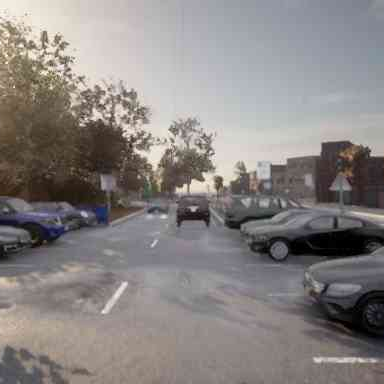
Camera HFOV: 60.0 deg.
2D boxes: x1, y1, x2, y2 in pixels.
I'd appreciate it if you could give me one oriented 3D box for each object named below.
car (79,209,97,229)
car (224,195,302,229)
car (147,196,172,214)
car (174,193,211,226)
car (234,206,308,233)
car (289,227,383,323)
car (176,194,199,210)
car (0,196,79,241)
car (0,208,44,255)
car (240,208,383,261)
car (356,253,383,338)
[{"bbox_3d":[-8.096,1.306,20.010,4.553,1.767,2.185,0,-1,0],"label":"car"},{"bbox_3d":[4.443,1.194,17.267,5.566,2.045,2.435,0,0,0],"label":"car"},{"bbox_3d":[-3.282,1.445,33.692,2.033,1.411,5.357,0,0,0],"label":"car"},{"bbox_3d":[0.098,1.171,22.908,2.150,2.045,5.566,0,1,0],"label":"car"},{"bbox_3d":[4.417,1.493,14.442,4.674,1.452,2.002,0,0,0],"label":"car"},{"bbox_3d":[4.417,1.511,5.964,4.674,1.452,2.002,0,0,0],"label":"car"},{"bbox_3d":[-0.603,1.207,41.238,2.097,1.767,4.553,0,0,-10],"label":"car"},{"bbox_3d":[-8.131,1.204,14.230,5.566,2.045,2.435,0,0,0],"label":"car"},{"bbox_3d":[-8.165,1.463,11.530,4.892,1.521,2.231,0,0,0],"label":"car"},{"bbox_3d":[4.420,1.461,11.615,5.008,1.535,2.097,0,0,0],"label":"car"},{"bbox_3d":[4.412,1.515,3.138,4.674,1.452,2.002,0,0,0],"label":"car"}]
